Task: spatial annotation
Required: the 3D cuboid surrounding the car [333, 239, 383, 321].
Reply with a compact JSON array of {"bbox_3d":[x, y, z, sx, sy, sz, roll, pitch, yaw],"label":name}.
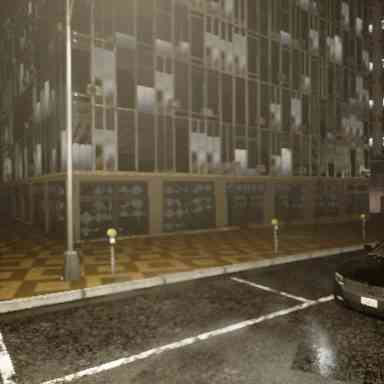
[{"bbox_3d":[4.937,1.550,6.898,5.008,1.535,1.882,1,0,-35],"label":"car"}]
